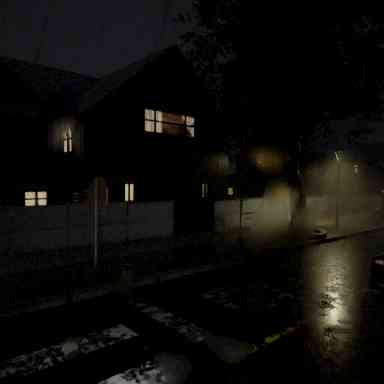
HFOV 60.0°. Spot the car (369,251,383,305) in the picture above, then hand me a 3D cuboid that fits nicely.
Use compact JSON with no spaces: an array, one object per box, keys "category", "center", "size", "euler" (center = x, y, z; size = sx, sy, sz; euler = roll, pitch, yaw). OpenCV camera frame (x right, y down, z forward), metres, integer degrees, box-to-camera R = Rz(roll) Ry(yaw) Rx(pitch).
[{"category":"car","center":[5.299,1.427,6.750],"size":[4.902,1.511,2.128],"euler":[0,2,-42]}]
